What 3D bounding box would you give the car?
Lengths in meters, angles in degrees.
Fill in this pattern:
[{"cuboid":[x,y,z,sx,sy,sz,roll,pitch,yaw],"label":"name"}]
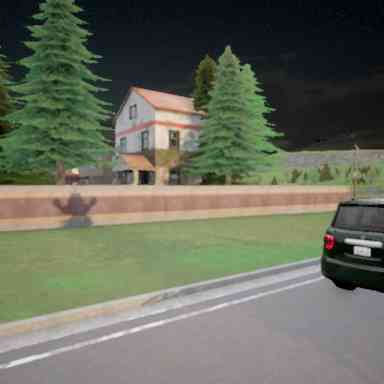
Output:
[{"cuboid":[5.226,1.138,7.520,5.566,2.045,2.150,0,0,-36],"label":"car"}]
